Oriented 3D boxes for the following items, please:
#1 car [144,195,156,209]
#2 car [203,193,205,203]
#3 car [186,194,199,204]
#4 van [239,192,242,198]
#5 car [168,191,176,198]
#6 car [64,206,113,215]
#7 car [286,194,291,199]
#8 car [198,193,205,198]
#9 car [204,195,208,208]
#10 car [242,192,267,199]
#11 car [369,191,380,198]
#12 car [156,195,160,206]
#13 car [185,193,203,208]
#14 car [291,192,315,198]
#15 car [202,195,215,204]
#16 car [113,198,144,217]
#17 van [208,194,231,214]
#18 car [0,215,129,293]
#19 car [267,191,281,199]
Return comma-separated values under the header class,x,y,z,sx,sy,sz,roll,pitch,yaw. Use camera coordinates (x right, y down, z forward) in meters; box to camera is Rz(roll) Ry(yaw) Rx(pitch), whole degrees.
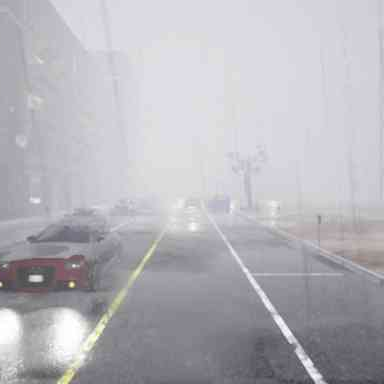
class,x,y,z,sx,sy,sz,roll,pitch,yaw
car,-5.766,1.343,39.764,1.802,1.307,4.206,1,0,0
car,2.821,1.246,50.905,2.008,1.369,4.403,1,0,0
car,0.089,1.163,54.919,2.128,1.511,4.902,0,0,0
van,13.748,0.800,81.488,3.998,1.788,1.690,0,0,0
car,-5.694,0.756,94.704,2.192,1.841,5.009,1,0,0
car,-5.682,1.476,17.486,1.802,1.307,4.206,1,0,0
car,24.805,0.919,81.410,4.507,1.381,1.887,0,0,0
car,2.682,1.007,94.667,1.947,1.339,4.313,1,0,0
car,2.777,1.302,40.475,1.887,1.381,4.507,1,0,0
car,13.689,0.968,73.107,4.206,1.307,1.802,0,0,0
car,41.325,0.618,72.914,4.097,1.590,1.967,0,0,0
car,-5.816,1.149,48.667,1.967,1.590,4.097,1,0,0
car,0.093,1.223,42.330,1.882,1.535,5.008,0,1,0
car,24.743,0.742,73.030,4.097,1.590,1.967,0,0,0
car,2.819,1.213,56.475,2.008,1.369,4.403,1,0,0
car,-5.687,1.268,28.624,1.967,1.590,4.097,1,0,0
van,2.726,1.149,32.013,1.690,1.788,3.998,1,0,0
car,-3.091,1.512,8.577,1.994,1.385,4.181,0,0,0
car,19.275,0.731,81.449,5.009,1.841,2.192,0,0,0
